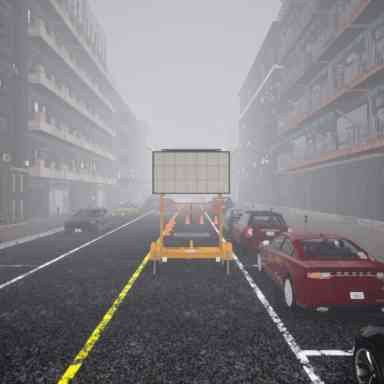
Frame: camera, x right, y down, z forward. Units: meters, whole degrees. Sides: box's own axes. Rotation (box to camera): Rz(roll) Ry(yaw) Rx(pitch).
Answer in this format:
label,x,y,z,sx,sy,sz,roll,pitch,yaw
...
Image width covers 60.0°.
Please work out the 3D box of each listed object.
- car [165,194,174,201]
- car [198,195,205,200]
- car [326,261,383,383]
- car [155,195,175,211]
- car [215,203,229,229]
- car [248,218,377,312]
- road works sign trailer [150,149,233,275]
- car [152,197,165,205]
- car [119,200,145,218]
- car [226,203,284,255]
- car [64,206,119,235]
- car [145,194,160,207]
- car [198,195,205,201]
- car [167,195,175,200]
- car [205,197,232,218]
label,x,y,z,sx,sy,sz,roll,pitch,yaw
car,-5.853,1.408,86.526,1.967,1.590,4.097,0,0,0
car,2.516,1.509,92.175,1.887,1.381,4.507,0,0,0
car,2.687,1.566,1.993,1.947,1.339,4.313,0,0,0
car,-3.078,1.469,40.853,1.882,1.535,5.008,0,0,0
car,2.656,1.549,18.901,2.008,1.369,4.403,0,0,0
car,2.677,1.544,7.629,1.887,1.381,4.507,0,0,0
road works sign trailer,-0.020,0.464,10.393,2.380,3.560,2.880,0,0,0
car,-5.801,1.566,58.345,1.802,1.307,4.206,0,0,0
car,-5.746,1.521,29.992,1.752,1.417,4.829,0,0,0
car,2.666,1.439,13.266,1.967,1.590,4.097,0,0,0
car,-5.725,1.564,18.888,1.947,1.339,4.313,0,0,0
car,-5.779,1.429,47.072,1.967,1.590,4.097,0,0,0
car,2.537,1.497,81.072,1.752,1.417,4.829,0,0,0
car,-5.864,1.509,92.163,1.887,1.381,4.507,0,0,0
car,2.635,1.310,30.174,2.192,1.841,5.009,0,0,0
